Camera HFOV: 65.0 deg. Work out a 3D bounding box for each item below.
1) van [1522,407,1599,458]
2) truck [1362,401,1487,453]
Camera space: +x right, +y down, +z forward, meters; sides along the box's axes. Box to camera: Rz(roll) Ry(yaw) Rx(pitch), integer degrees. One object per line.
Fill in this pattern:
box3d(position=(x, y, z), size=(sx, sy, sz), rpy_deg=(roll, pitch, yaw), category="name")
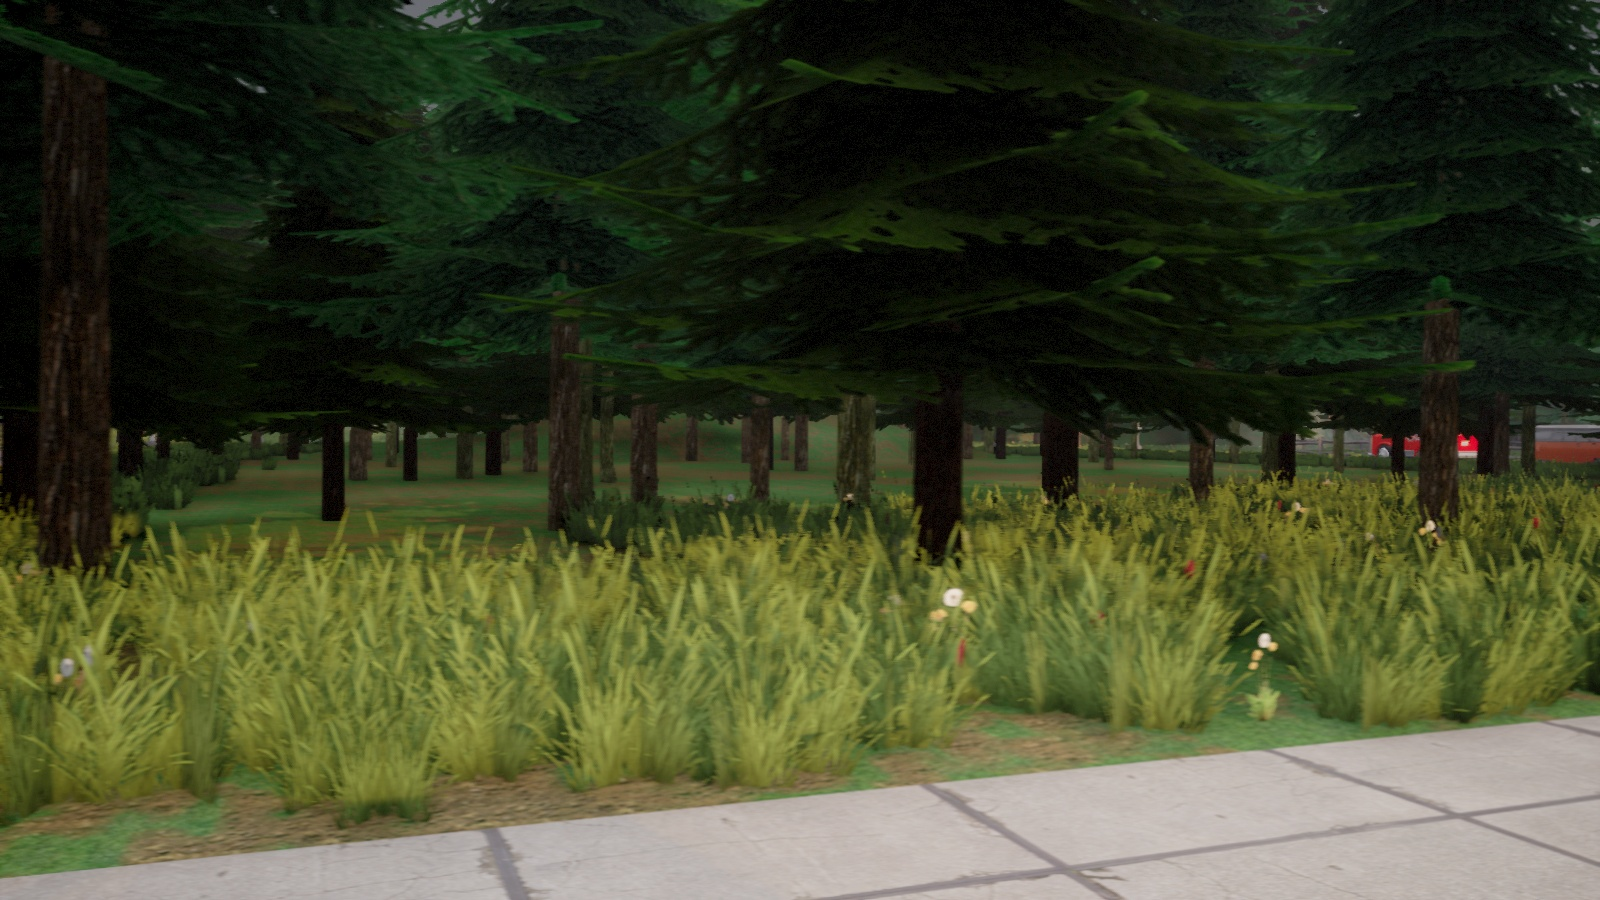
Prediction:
box3d(position=(31.633, -0.714, 50.434), size=(1.775, 1.987, 4.442), rpy_deg=(-1, 1, -20), category="van")
box3d(position=(31.024, -1.149, 62.561), size=(2.627, 2.467, 5.204), rpy_deg=(-1, 1, -20), category="truck")
